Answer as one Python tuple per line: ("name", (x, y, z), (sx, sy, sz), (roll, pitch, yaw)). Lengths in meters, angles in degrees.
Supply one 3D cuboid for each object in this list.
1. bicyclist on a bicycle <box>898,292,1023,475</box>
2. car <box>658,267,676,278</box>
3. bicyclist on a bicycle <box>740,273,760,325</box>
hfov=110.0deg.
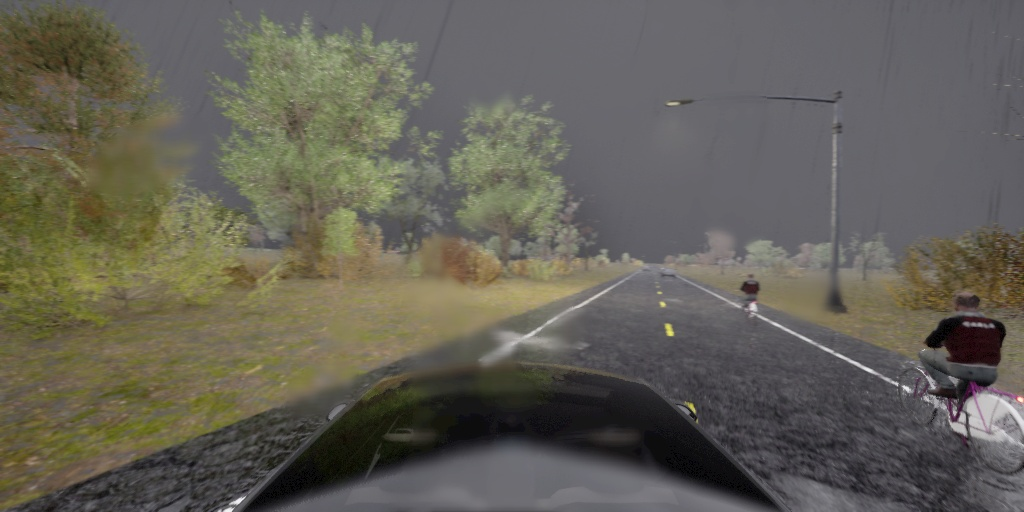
("bicyclist on a bicycle", (5.051, 1.286, 4.135), (0.659, 1.776, 1.843), (1, 0, 21))
("car", (23.846, 2.565, 54.776), (1.994, 1.385, 4.181), (1, -1, 21))
("bicyclist on a bicycle", (8.393, 1.476, 12.713), (0.659, 1.776, 1.843), (1, 0, 21))
